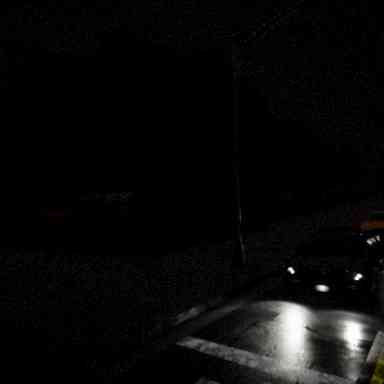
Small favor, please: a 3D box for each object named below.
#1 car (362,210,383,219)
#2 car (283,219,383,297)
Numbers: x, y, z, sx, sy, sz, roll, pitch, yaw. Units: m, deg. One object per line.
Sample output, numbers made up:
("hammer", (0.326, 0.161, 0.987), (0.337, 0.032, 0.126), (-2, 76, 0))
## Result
("car", (10.110, 1.706, 17.314), (1.882, 1.535, 5.008), (-2, -2, 36))
("car", (4.257, 1.707, 9.377), (2.033, 1.411, 5.357), (-2, -2, 34))
